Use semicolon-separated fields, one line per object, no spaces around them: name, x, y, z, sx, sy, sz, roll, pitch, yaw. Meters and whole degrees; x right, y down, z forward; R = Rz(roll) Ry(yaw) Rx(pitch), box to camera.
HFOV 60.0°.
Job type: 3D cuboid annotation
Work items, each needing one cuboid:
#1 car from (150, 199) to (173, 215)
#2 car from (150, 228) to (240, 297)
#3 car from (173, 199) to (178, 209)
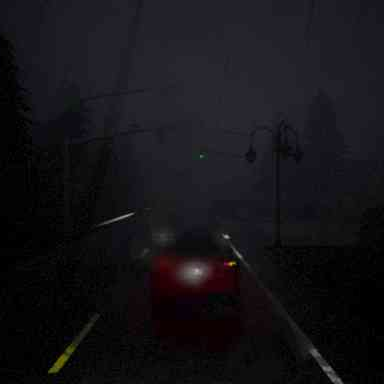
car;-3.668;1.752;38.336;2.128;1.511;4.902;0;0;0
car;0.080;1.625;8.768;1.994;1.385;4.181;0;0;0
car;-3.685;1.890;50.326;2.033;1.411;5.357;0;0;0
